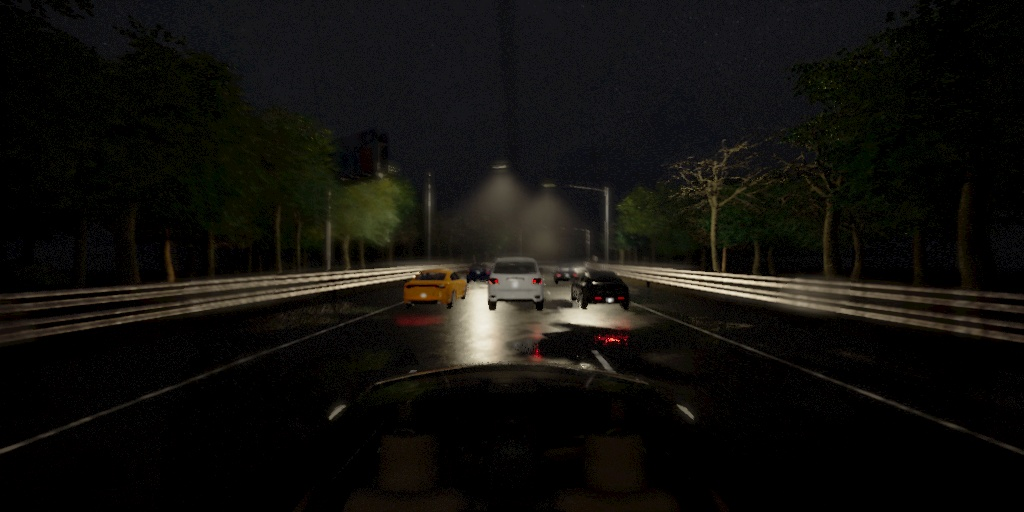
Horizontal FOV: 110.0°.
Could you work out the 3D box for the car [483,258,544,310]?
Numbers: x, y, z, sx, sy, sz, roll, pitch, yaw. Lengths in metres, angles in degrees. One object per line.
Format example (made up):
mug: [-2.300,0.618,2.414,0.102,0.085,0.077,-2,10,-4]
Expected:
car: [0.205,1.099,15.547,2.150,2.045,5.566,0,0,2]

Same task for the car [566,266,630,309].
car: [3.718,1.393,15.705,1.837,1.490,4.892,0,0,2]

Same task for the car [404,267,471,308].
car: [-3.270,1.364,16.108,1.882,1.535,5.008,0,0,2]

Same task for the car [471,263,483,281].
car: [-2.527,1.379,30.631,2.097,1.767,4.553,0,-1,4]

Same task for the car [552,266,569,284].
car: [4.448,1.573,30.058,2.033,1.411,5.357,0,-1,4]
